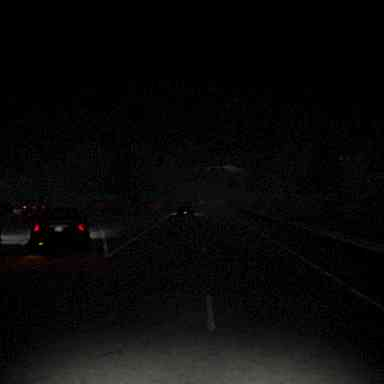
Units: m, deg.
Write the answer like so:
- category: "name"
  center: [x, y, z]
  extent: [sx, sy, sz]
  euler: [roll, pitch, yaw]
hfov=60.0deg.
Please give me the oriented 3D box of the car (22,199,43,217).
- category: "car"
  center: [-15.454, 1.478, 32.935]
  extent: [2.097, 1.767, 4.553]
  euler: [1, -1, -21]

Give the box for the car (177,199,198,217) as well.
- category: "car"
  center: [-0.623, 1.817, 35.583]
  extent: [1.837, 1.490, 4.892]
  euler: [0, 0, 1]

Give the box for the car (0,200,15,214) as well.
- category: "car"
  center: [-20.509, 1.593, 36.139]
  extent: [2.128, 1.511, 4.902]
  euler: [1, -1, -23]

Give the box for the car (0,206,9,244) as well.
- category: "car"
  center: [-8.499, 1.494, 12.104]
  extent: [1.882, 1.535, 5.008]
  euler: [1, 0, -15]

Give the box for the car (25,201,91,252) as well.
- category: "car"
  center: [-5.539, 1.421, 14.457]
  extent: [2.097, 1.767, 4.553]
  euler: [1, -1, -16]

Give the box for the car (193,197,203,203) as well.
- category: "car"
  center: [1.133, 2.348, 91.766]
  extent: [2.128, 1.511, 4.902]
  euler: [1, -1, 6]

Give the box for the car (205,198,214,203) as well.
- category: "car"
  center: [4.663, 2.389, 91.946]
  extent: [1.812, 1.442, 4.674]
  euler: [1, -1, 6]
